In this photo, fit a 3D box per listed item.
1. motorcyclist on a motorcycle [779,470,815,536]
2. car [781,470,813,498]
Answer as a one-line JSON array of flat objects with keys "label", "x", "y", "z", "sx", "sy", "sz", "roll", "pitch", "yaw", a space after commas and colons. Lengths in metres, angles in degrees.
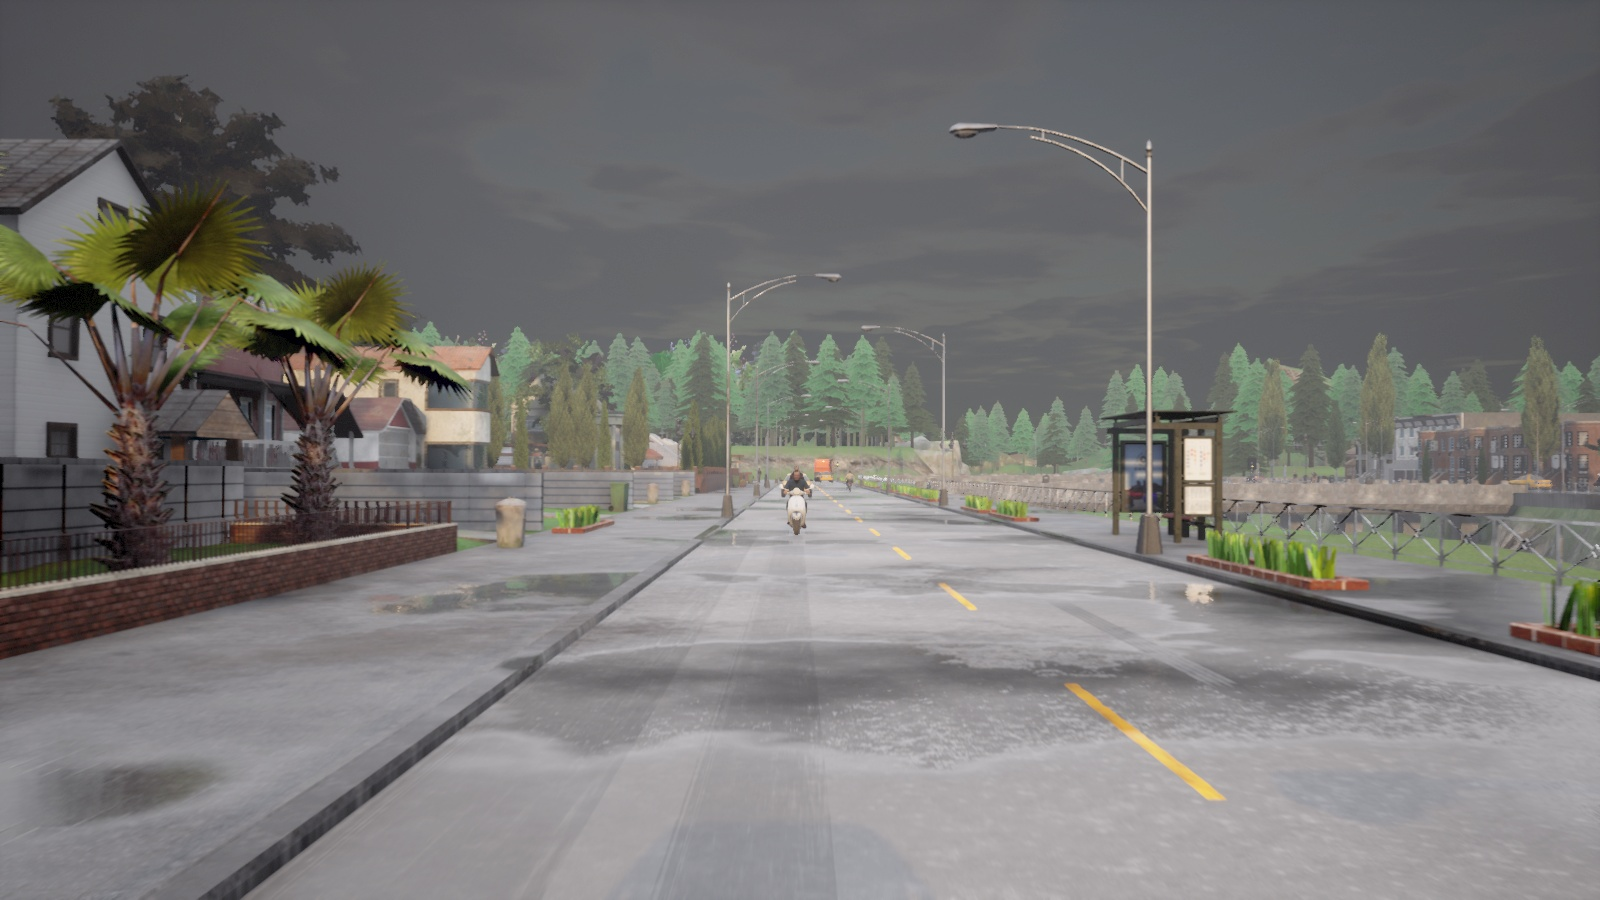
[{"label": "motorcyclist on a motorcycle", "x": -0.073, "y": 1.287, "z": 31.003, "sx": 0.866, "sy": 1.590, "sz": 1.817, "roll": 0, "pitch": -1, "yaw": 0}, {"label": "car", "x": -0.176, "y": 2.006, "z": 74.741, "sx": 1.801, "sy": 1.575, "sz": 5.366, "roll": 0, "pitch": -1, "yaw": 0}]
